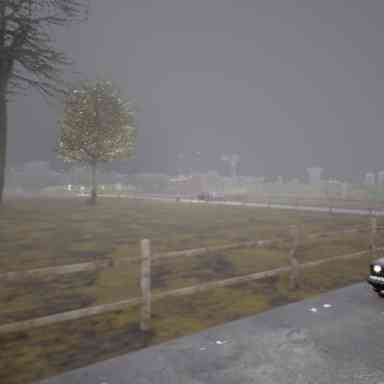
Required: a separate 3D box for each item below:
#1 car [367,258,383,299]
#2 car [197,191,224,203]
[{"bbox_3d":[5.816,1.596,7.207,4.718,1.301,1.895,0,0,-35],"label":"car"},{"bbox_3d":[2.787,0.615,49.246,2.097,1.767,4.553,1,0,-35],"label":"car"}]
